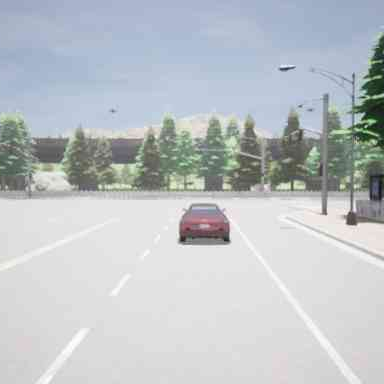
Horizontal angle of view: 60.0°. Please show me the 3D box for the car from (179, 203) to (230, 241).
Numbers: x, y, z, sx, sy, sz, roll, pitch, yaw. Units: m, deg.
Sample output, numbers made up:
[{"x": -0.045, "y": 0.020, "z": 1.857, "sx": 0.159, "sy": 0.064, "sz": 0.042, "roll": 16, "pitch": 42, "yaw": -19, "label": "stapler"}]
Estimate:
[{"x": 0.515, "y": 1.153, "z": 14.093, "sx": 1.994, "sy": 1.385, "sz": 4.181, "roll": 0, "pitch": 2, "yaw": 2, "label": "car"}]
